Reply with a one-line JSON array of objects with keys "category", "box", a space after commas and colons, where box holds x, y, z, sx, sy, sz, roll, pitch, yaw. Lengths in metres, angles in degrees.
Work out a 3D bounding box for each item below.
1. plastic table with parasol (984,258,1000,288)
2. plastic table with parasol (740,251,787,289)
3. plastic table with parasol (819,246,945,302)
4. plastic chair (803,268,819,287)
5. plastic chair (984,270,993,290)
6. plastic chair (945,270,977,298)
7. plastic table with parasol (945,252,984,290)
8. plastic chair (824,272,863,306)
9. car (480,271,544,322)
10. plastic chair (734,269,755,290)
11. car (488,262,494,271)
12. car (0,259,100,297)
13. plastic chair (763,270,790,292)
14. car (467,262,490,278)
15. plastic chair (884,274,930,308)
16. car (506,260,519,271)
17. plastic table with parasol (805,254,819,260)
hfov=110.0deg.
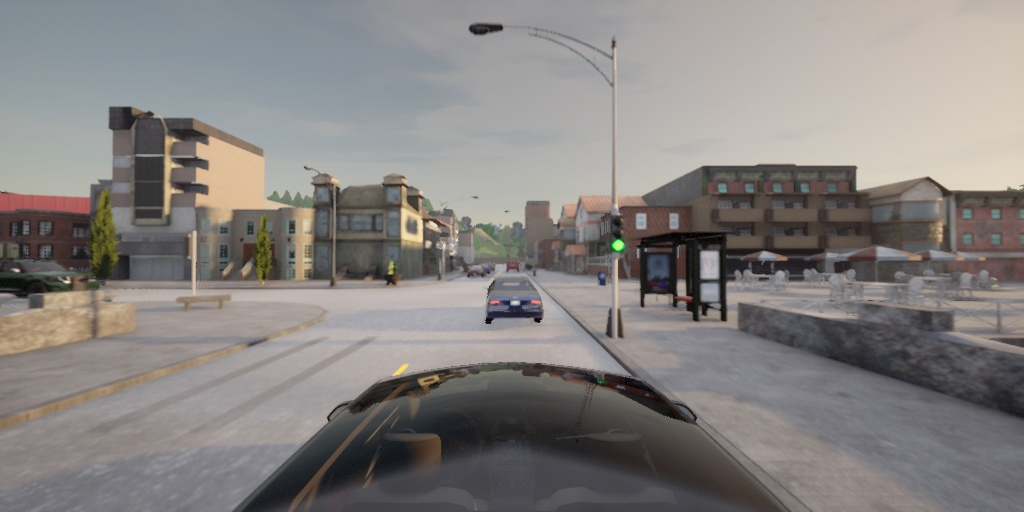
[{"category": "plastic table with parasol", "box": [30.240, 0.942, 24.409, 2.482, 2.480, 2.482, 0, 0, 0]}, {"category": "plastic table with parasol", "box": [15.929, 0.923, 22.728, 2.482, 2.480, 2.482, 0, 0, 0]}, {"category": "plastic table with parasol", "box": [15.175, 0.831, 14.909, 2.482, 2.480, 2.482, 0, 0, 0]}, {"category": "plastic chair", "box": [21.343, 1.560, 25.541, 0.730, 1.272, 0.750, 0, 0, -1]}, {"category": "plastic chair", "box": [29.910, 1.530, 23.040, 0.750, 1.272, 0.730, 0, 0, 0]}, {"category": "plastic chair", "box": [22.807, 1.475, 18.344, 0.750, 1.272, 0.730, 0, 0, 0]}, {"category": "plastic table with parasol", "box": [22.908, 0.887, 19.694, 2.482, 2.480, 2.482, 0, 0, 0]}, {"category": "plastic chair", "box": [13.905, 1.436, 15.050, 0.730, 1.272, 0.750, 0, 0, 0]}, {"category": "car", "box": [-0.051, 1.429, 12.842, 2.033, 1.411, 5.357, 0, -1, -3]}, {"category": "plastic chair", "box": [14.709, 1.529, 22.849, 0.730, 1.272, 0.750, 0, 0, 0]}, {"category": "car", "box": [-4.052, 1.816, 51.368, 1.882, 1.535, 5.008, 0, -1, 0]}, {"category": "car", "box": [-24.799, 1.172, 18.426, 5.566, 2.045, 2.150, 0, -1, 0]}, {"category": "plastic chair", "box": [15.809, 1.512, 21.448, 0.750, 1.272, 0.730, 0, 0, 0]}, {"category": "car", "box": [-4.078, 1.755, 42.130, 1.812, 1.442, 4.674, 0, -1, 2]}, {"category": "plastic chair", "box": [15.004, 1.420, 13.649, 0.750, 1.272, 0.730, 0, 0, 0]}, {"category": "car", "box": [0.123, 1.692, 62.519, 2.150, 2.045, 5.566, 0, -1, 0]}, {"category": "plastic table with parasol", "box": [22.521, 0.957, 25.614, 2.482, 2.480, 2.482, 0, 0, 0]}]
